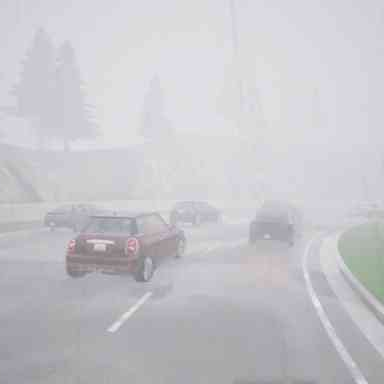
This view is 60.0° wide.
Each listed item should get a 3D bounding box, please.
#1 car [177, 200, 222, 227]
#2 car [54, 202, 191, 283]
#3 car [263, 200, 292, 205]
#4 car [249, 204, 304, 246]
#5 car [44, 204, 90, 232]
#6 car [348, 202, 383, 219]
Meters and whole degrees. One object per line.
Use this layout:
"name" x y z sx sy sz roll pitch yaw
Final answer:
"car" 0.353 1.349 23.337 2.097 1.767 4.553 1 0 30
"car" -1.684 1.333 9.952 2.097 1.767 4.553 1 0 14
"car" 7.266 1.416 26.977 2.097 1.767 4.553 1 0 39
"car" 4.010 1.540 15.596 1.837 1.490 4.892 0 0 24
"car" -6.119 1.426 19.038 2.128 1.511 4.902 0 0 23
"car" 16.138 1.676 30.745 4.674 1.442 1.812 1 0 -39
